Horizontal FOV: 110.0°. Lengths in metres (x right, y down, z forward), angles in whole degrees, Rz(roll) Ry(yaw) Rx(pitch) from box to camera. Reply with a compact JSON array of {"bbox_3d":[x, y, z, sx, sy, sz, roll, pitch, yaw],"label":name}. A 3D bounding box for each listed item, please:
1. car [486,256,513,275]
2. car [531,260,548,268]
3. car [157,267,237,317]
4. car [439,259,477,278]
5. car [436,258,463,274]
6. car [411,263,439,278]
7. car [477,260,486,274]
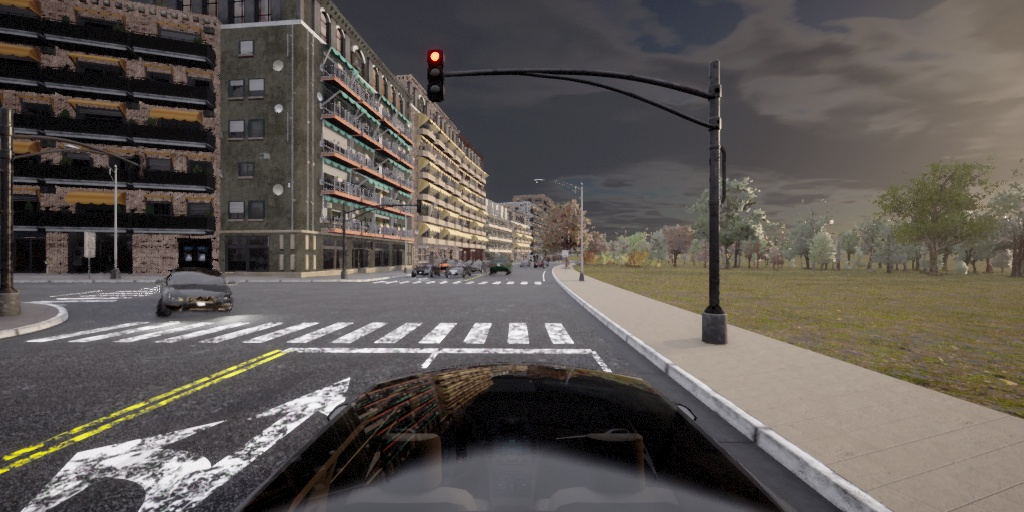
[{"bbox_3d":[-1.154,1.055,40.493,2.150,2.045,5.566,0,0,5],"label":"car"},{"bbox_3d":[5.014,1.448,64.891,1.837,1.490,4.892,0,0,9],"label":"car"},{"bbox_3d":[-11.724,1.228,13.318,1.837,1.490,4.892,6,-2,-45],"label":"car"},{"bbox_3d":[-5.134,1.302,34.951,2.128,1.511,4.902,0,0,5],"label":"car"},{"bbox_3d":[-7.582,1.195,43.742,2.097,1.767,4.553,0,0,6],"label":"car"},{"bbox_3d":[-8.364,1.375,35.322,1.994,1.385,4.181,0,0,5],"label":"car"},{"bbox_3d":[-4.271,1.351,44.254,1.837,1.490,4.892,0,0,6],"label":"car"}]
